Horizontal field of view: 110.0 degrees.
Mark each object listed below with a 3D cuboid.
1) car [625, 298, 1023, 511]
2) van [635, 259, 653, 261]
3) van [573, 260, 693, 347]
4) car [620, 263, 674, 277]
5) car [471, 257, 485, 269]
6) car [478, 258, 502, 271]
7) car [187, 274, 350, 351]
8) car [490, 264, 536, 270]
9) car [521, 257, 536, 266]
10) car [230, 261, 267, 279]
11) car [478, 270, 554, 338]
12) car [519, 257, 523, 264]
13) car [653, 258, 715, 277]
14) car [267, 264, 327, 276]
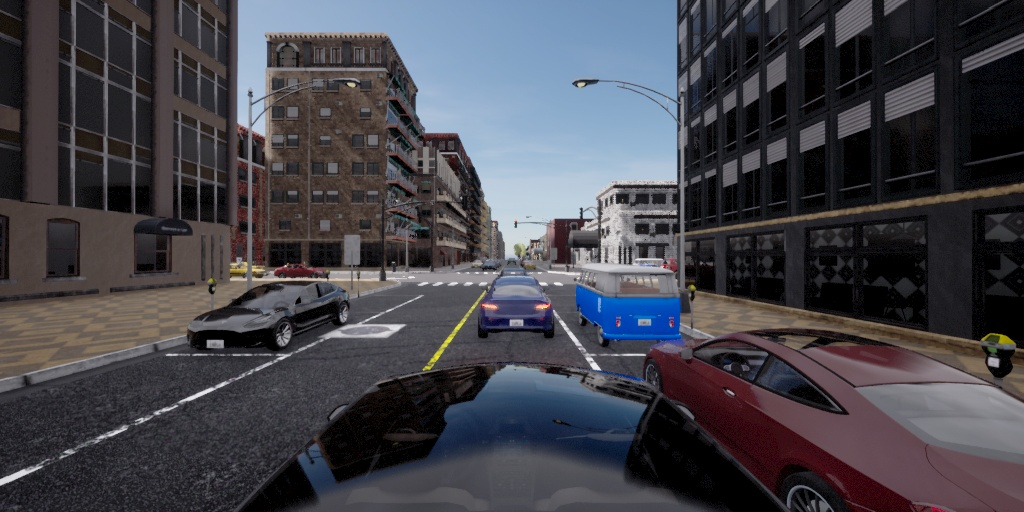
[{"bbox_3d":[2.657,1.332,3.342,1.802,1.307,4.207,0,0,0],"label":"car"},{"bbox_3d":[14.887,1.174,38.299,3.998,1.789,1.690,0,0,0],"label":"van"},{"bbox_3d":[2.655,1.092,9.031,1.690,1.789,3.998,0,0,0],"label":"van"},{"bbox_3d":[13.394,1.417,35.729,4.718,1.301,1.895,0,0,1],"label":"car"},{"bbox_3d":[-5.706,1.316,59.183,1.751,1.417,4.829,0,0,0],"label":"car"},{"bbox_3d":[-3.074,1.327,50.662,2.033,1.411,5.357,0,0,3],"label":"car"},{"bbox_3d":[-5.692,1.317,9.055,1.948,1.339,4.313,0,0,0],"label":"car"},{"bbox_3d":[0.088,1.317,18.482,1.994,1.385,4.181,0,0,0],"label":"car"},{"bbox_3d":[2.677,1.309,53.987,1.751,1.417,4.829,0,0,0],"label":"car"},{"bbox_3d":[-22.967,1.215,29.818,4.829,1.417,1.751,0,0,0],"label":"car"},{"bbox_3d":[0.099,1.277,10.031,1.812,1.442,4.674,0,0,0],"label":"car"},{"bbox_3d":[2.674,1.380,64.896,1.802,1.307,4.207,0,0,0],"label":"car"},{"bbox_3d":[14.912,1.107,29.919,5.009,1.841,2.192,0,0,0],"label":"car"},{"bbox_3d":[-17.474,1.283,29.833,4.207,1.307,1.802,0,0,0],"label":"car"}]
